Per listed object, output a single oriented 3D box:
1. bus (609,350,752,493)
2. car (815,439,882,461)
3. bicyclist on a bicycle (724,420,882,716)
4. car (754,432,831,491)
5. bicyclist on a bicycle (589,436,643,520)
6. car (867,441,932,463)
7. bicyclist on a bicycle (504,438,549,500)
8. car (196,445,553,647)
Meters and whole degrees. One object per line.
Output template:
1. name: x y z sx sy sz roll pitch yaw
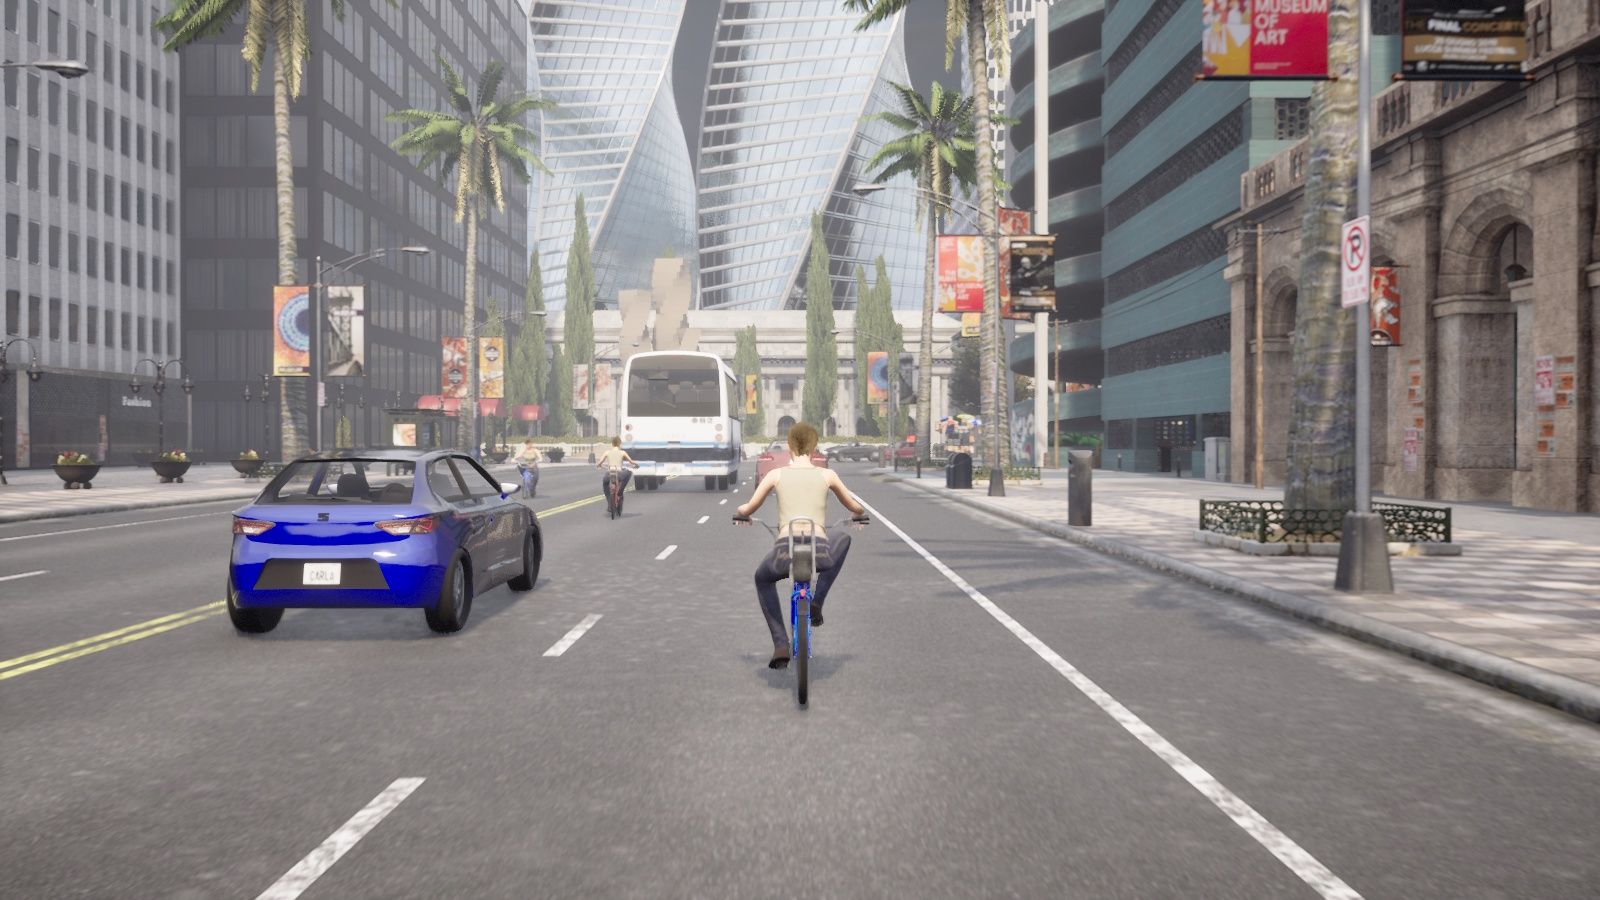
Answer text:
1. bus: -3.775 -0.873 42.634 3.944 4.253 10.273 0 0 0
2. car: 3.777 -0.017 96.748 5.027 1.651 2.152 0 0 -40
3. bicyclist on a bicycle: 0.008 0.640 7.602 0.866 1.612 1.509 0 0 -1
4. car: -0.234 0.314 37.453 2.152 1.651 5.027 0 0 0
5. bicyclist on a bicycle: -3.628 0.540 24.892 0.866 1.612 1.509 0 0 -1
6. car: 7.588 0.145 95.402 4.856 1.649 2.033 0 0 -38
7. bicyclist on a bicycle: -7.194 0.491 33.124 0.866 1.612 1.509 0 0 0
8. car: -3.523 0.694 11.288 1.816 1.474 4.193 0 0 0
